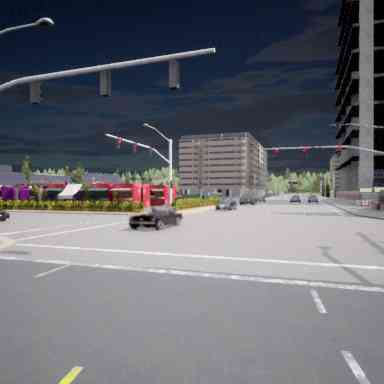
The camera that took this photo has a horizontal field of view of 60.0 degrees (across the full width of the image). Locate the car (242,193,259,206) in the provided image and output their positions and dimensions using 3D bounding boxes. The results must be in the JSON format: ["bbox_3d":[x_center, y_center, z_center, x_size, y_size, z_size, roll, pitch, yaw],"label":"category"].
[{"bbox_3d":[9.328,1.218,55.246,2.150,2.045,5.566,0,1,19],"label":"car"}]

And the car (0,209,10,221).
[{"bbox_3d":[-16.472,1.619,26.100,4.181,1.385,1.994,0,0,19],"label":"car"}]

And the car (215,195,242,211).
[{"bbox_3d":[4.141,1.489,39.832,2.128,1.511,4.902,0,0,19],"label":"car"}]

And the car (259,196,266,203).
[{"bbox_3d":[14.248,1.551,69.616,1.994,1.385,4.181,0,0,19],"label":"car"}]

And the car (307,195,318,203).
[{"bbox_3d":[24.740,1.541,67.821,2.033,1.411,5.357,0,0,19],"label":"car"}]

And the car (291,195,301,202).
[{"bbox_3d":[24.609,1.540,78.480,2.033,1.411,5.357,0,0,19],"label":"car"}]

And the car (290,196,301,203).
[{"bbox_3d":[21.531,1.555,69.256,1.994,1.385,4.181,0,0,19],"label":"car"}]

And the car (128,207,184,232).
[{"bbox_3d":[-2.169,1.642,21.026,1.895,1.301,4.718,0,0,19],"label":"car"}]

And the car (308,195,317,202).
[{"bbox_3d":[28.031,1.524,77.677,1.812,1.442,4.674,0,0,19],"label":"car"}]
